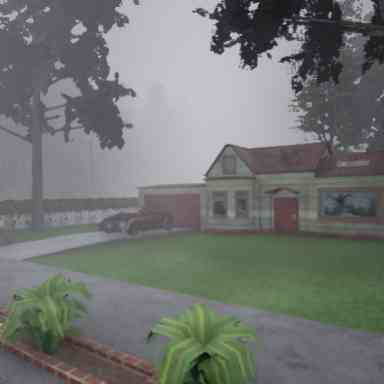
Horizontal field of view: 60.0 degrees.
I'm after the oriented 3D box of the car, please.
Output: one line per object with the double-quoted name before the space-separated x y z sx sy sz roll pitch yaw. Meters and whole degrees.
"car" -2.837 1.458 17.668 1.994 1.381 4.181 -1 -1 35
